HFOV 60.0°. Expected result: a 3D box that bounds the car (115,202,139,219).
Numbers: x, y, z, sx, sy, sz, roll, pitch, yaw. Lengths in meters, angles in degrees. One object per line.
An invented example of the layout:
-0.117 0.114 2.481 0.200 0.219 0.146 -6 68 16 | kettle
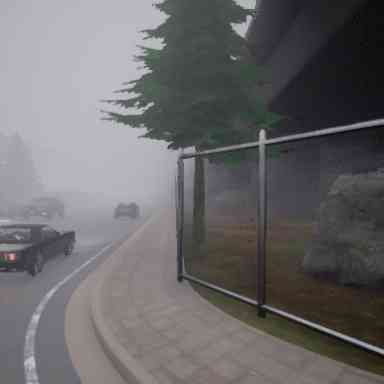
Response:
-6.221 1.721 32.115 2.128 1.511 4.902 1 0 -3 | car

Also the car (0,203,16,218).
-16.750 1.690 30.445 1.994 1.385 4.181 1 -1 -3 | car

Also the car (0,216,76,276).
-5.198 1.651 10.460 1.895 1.301 4.718 0 0 -3 | car

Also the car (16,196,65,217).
-13.222 1.376 29.976 2.150 2.045 5.566 1 -1 -3 | car
